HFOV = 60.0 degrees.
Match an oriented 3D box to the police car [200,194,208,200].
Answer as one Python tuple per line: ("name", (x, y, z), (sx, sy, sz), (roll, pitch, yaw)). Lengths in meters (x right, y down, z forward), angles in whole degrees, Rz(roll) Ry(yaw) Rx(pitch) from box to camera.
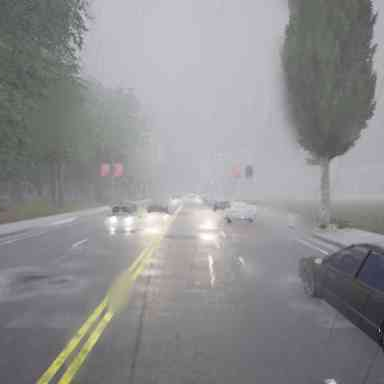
("police car", (3.250, 1.255, 92.057), (2.038, 1.542, 4.974), (0, 0, 0))

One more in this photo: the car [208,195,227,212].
("car", (3.250, 1.388, 37.056), (2.128, 1.511, 4.902), (0, 0, 0))

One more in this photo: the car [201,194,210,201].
("car", (3.249, 1.302, 81.057), (1.812, 1.442, 4.674), (0, 0, 0))

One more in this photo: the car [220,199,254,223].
("car", (3.348, 1.457, 24.455), (1.812, 1.442, 4.674), (0, 0, 0))

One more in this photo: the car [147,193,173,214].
("car", (-3.339, 1.255, 33.917), (2.097, 1.767, 4.553), (0, 0, 0))

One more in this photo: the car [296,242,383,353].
("car", (3.350, 1.532, 5.338), (2.033, 1.411, 5.357), (0, 0, 0))

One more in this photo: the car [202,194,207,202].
("car", (3.249, 1.360, 59.056), (1.812, 1.442, 4.674), (0, 0, 0))

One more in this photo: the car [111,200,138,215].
("car", (-6.594, 1.508, 32.907), (1.895, 1.301, 4.718), (0, 0, 0))

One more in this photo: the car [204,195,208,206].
("car", (3.250, 1.429, 48.056), (1.994, 1.385, 4.181), (0, 0, 0))

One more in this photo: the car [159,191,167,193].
("car", (-6.501, 0.809, 73.669), (2.150, 2.045, 5.566), (0, 0, 0))

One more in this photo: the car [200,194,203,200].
("car", (3.249, 1.368, 70.057), (1.994, 1.385, 4.181), (0, 0, 0))

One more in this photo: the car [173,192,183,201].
("car", (-3.251, 0.937, 75.551), (2.150, 2.045, 5.566), (0, 0, 0))
